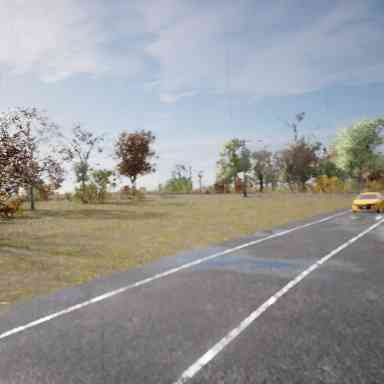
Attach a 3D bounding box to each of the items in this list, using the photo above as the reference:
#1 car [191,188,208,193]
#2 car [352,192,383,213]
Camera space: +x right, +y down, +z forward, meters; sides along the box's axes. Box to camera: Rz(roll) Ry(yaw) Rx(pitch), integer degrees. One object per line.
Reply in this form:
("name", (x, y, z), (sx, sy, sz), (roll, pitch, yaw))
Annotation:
("car", (1.928, -0.271, 76.438), (4.553, 1.767, 2.097), (-1, 1, 37))
("car", (14.154, 0.784, 26.465), (1.882, 1.535, 5.008), (-3, 0, 37))
